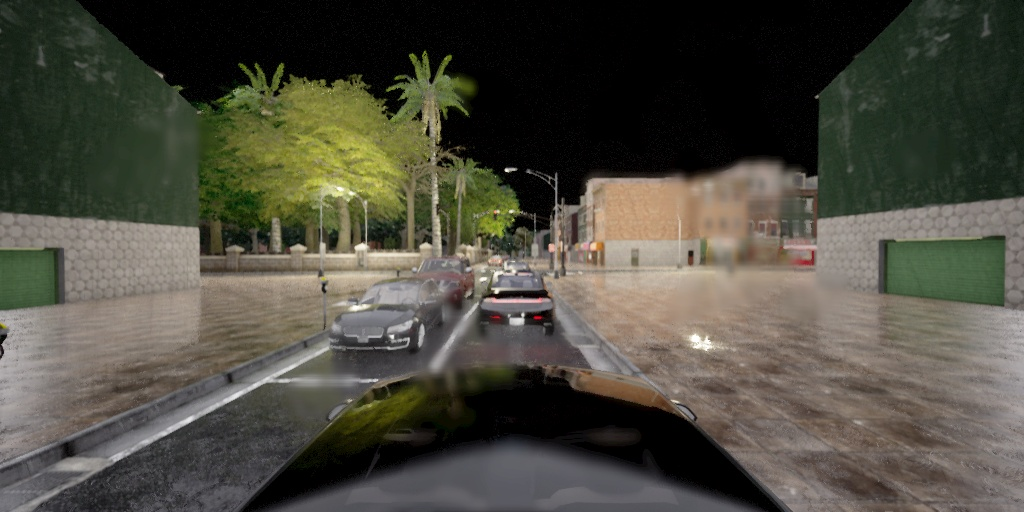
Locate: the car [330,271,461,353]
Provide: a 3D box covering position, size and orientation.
[{"bbox_3d":[-2.611,1.223,8.520,2.007,1.370,4.403,0,0,0],"label":"car"}]

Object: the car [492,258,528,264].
[{"bbox_3d":[0.179,1.047,19.401,2.128,1.511,4.902,0,1,-2],"label":"car"}]

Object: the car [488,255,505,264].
[{"bbox_3d":[-2.420,0.713,52.127,1.967,1.591,4.097,0,0,0],"label":"car"}]

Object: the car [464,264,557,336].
[{"bbox_3d":[0.130,1.147,10.012,2.128,1.511,4.902,0,1,0],"label":"car"}]

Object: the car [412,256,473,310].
[{"bbox_3d":[-2.587,0.927,13.982,2.192,1.841,5.009,0,0,0],"label":"car"}]
